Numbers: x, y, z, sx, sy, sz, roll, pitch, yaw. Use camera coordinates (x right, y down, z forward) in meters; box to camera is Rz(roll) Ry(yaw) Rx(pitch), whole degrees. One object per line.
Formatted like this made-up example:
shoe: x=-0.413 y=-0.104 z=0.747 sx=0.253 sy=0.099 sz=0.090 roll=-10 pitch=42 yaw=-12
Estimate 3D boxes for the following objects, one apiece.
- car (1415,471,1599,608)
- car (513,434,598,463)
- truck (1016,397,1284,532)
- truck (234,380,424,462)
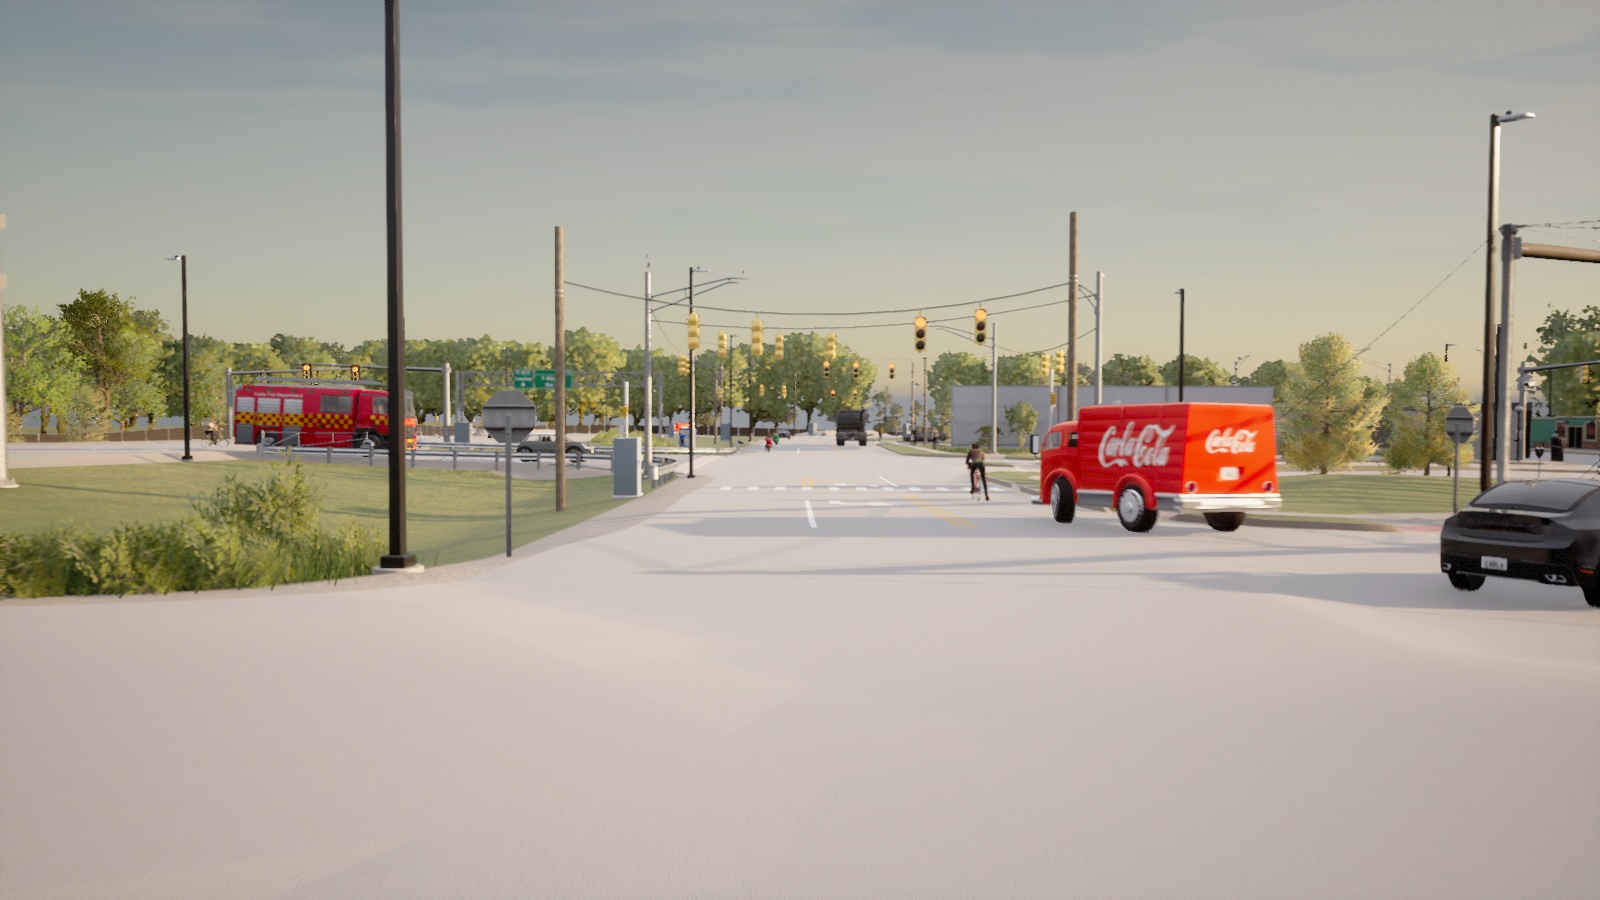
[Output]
car: x=10.340 y=1.065 z=16.612 sx=4.892 sy=1.490 sz=1.837 roll=1 pitch=1 yaw=-36
car: x=-12.368 y=-0.085 z=63.628 sx=3.806 sy=1.475 sz=1.970 roll=0 pitch=1 yaw=4
truck: x=6.967 y=0.270 z=25.741 sx=2.627 sy=2.467 sz=5.204 roll=0 pitch=0 yaw=-23
truck: x=-23.780 y=-1.476 z=63.711 sx=8.468 sy=3.827 sz=2.891 roll=2 pitch=1 yaw=0
